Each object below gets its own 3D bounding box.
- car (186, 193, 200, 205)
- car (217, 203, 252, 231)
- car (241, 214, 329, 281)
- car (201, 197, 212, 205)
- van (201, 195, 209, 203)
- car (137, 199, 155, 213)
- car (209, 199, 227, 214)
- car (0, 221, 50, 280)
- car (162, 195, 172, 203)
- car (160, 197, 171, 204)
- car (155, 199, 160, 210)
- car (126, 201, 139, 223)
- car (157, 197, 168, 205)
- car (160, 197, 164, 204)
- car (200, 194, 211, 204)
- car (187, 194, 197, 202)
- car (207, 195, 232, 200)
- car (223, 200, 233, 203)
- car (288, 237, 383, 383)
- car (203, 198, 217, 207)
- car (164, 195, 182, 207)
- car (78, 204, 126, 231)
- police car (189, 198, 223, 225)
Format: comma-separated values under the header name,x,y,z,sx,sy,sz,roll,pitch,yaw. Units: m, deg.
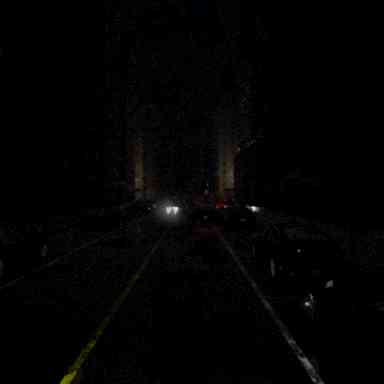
name,x,y,z,sx,sy,sz,roll,pitch,yaw
car,0.015,1.475,61.166,2.097,1.767,4.553,0,0,0
car,2.864,1.610,20.781,1.947,1.339,4.313,0,0,0
car,2.861,1.572,9.734,2.008,1.369,4.403,0,0,0
car,2.874,1.696,64.970,1.947,1.339,4.313,0,0,0
van,2.877,1.493,76.018,1.690,1.788,3.998,0,0,0
car,-5.658,1.621,37.339,1.887,1.381,4.507,0,0,0
car,2.867,1.602,37.522,1.752,1.417,4.829,0,0,0
car,-5.665,1.572,9.713,2.008,1.369,4.403,0,0,0
car,-5.649,1.592,76.014,1.967,1.590,4.097,0,0,0
car,-5.651,1.707,70.489,1.947,1.339,4.313,0,0,0
car,-5.657,1.653,42.864,1.947,1.339,4.313,0,0,0
car,-5.661,1.637,26.289,1.802,1.307,4.206,0,0,0
car,-5.652,1.712,64.964,1.802,1.307,4.206,0,0,0
car,-5.656,1.664,48.389,1.947,1.339,4.313,0,0,0
car,2.876,1.456,70.494,2.192,1.841,5.009,0,0,0
car,0.018,1.347,76.059,2.097,1.767,4.553,0,0,0
car,2.866,1.381,31.829,2.192,1.841,5.009,0,0,0
car,2.865,1.581,26.475,1.752,1.417,4.829,0,0,0
car,2.859,1.575,4.210,1.947,1.339,4.313,0,0,0
car,2.872,1.660,53.923,2.008,1.369,4.403,0,0,0
car,-3.049,1.599,53.117,2.128,1.511,4.902,0,0,0
car,-5.662,1.589,20.764,1.887,1.381,4.507,0,0,0
police car,0.906,1.478,24.796,1.930,1.638,5.238,0,0,0
